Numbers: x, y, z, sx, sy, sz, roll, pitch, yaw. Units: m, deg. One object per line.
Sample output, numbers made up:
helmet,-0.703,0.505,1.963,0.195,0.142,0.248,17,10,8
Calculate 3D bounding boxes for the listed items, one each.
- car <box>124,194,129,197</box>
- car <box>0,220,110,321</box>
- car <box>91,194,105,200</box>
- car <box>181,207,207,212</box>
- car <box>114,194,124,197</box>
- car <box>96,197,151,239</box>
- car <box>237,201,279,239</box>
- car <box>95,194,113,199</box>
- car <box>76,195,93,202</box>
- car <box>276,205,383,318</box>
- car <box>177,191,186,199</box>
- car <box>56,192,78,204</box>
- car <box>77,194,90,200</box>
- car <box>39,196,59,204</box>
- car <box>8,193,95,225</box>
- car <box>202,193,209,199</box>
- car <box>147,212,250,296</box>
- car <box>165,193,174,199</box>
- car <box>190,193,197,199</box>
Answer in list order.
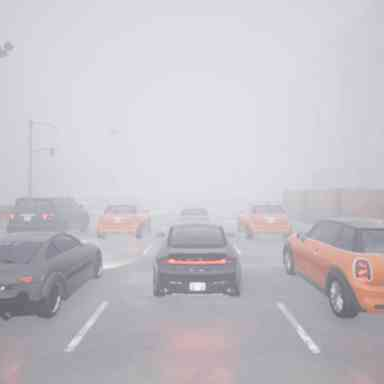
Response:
car,-17.237,1.260,85.082,1.812,1.442,4.674,0,1,1
car,-3.396,1.557,7.387,1.994,1.385,4.181,0,0,0
car,-24.231,1.252,85.777,2.128,1.511,4.902,0,1,1
car,0.117,1.530,18.662,2.033,1.411,5.357,0,0,0
car,-17.330,1.323,74.792,1.882,1.535,5.008,0,1,1
car,-3.390,1.336,17.355,2.097,1.767,4.553,0,0,0
car,3.610,1.336,17.307,2.097,1.767,4.553,0,0,0
car,-17.414,1.402,65.084,1.837,1.490,4.892,0,0,0
car,-24.324,1.365,75.475,2.128,1.511,4.902,0,1,1
car,3.604,1.345,7.553,2.097,1.767,4.553,0,0,0
car,-3.159,1.105,93.681,1.837,1.490,4.892,0,1,1
car,-24.412,1.137,65.358,2.150,2.045,5.566,0,0,0
car,-27.737,1.331,85.142,1.895,1.301,4.718,0,1,1
car,-27.914,1.509,65.118,1.895,1.301,4.718,0,0,0
car,-6.891,1.207,16.623,2.150,2.045,5.566,0,0,0
car,3.845,1.155,94.028,1.994,1.385,4.181,0,1,1
car,0.106,1.497,8.570,1.837,1.490,4.892,0,0,0
car,-6.659,1.105,93.710,1.837,1.490,4.892,0,1,1
car,0.341,1.083,93.646,1.882,1.535,5.008,0,1,1
